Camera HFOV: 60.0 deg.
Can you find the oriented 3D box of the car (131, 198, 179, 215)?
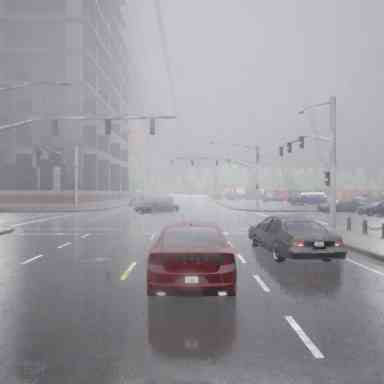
[{"bbox_3d":[-3.495,1.625,33.686,1.895,1.301,4.718,0,0,42],"label":"car"}]

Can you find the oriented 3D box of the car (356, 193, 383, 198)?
[{"bbox_3d":[39.038,1.209,72.549,4.605,1.855,1.932,0,0,-1],"label":"car"}]

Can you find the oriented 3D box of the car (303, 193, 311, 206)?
[{"bbox_3d":[24.095,1.419,64.192,3.905,1.438,1.784,0,0,-1],"label":"car"}]

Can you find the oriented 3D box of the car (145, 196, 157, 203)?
[{"bbox_3d":[-8.294,1.564,68.076,1.994,1.385,4.181,0,0,-1],"label":"car"}]

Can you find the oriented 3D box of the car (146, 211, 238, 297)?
[{"bbox_3d":[-0.012,1.478,8.640,1.882,1.535,5.008,0,0,0],"label":"car"}]

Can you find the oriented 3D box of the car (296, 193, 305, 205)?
[{"bbox_3d":[24.022,1.209,66.875,4.605,1.855,1.932,0,0,-1],"label":"car"}]

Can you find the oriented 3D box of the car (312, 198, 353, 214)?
[{"bbox_3d":[16.281,1.603,35.773,5.357,1.411,2.033,0,0,-1],"label":"car"}]

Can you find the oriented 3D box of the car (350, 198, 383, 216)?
[{"bbox_3d":[18.386,1.581,32.277,4.674,1.442,1.812,0,0,-1],"label":"car"}]

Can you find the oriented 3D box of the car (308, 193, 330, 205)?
[{"bbox_3d":[24.118,1.451,61.297,3.806,1.475,1.970,0,0,-1],"label":"car"}]

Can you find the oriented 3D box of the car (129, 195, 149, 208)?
[{"bbox_3d":[-8.080,1.491,48.901,2.128,1.511,4.902,0,0,-1],"label":"car"}]

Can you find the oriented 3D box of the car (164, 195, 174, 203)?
[{"bbox_3d":[-4.830,1.500,71.286,1.837,1.490,4.892,0,0,-1],"label":"car"}]

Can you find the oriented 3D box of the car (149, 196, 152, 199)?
[{"bbox_3d":[-8.208,1.352,58.114,2.097,1.767,4.553,0,0,-1],"label":"car"}]

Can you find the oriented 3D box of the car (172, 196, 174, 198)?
[{"bbox_3d":[-4.743,1.547,61.166,2.033,1.411,5.357,0,0,0],"label":"car"}]

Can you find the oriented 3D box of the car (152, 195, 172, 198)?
[{"bbox_3d":[-4.611,1.477,51.209,1.882,1.535,5.008,0,0,-1],"label":"car"}]

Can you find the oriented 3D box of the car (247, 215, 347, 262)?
[{"bbox_3d":[3.477,1.547,12.076,2.033,1.411,5.357,0,0,-4],"label":"car"}]
